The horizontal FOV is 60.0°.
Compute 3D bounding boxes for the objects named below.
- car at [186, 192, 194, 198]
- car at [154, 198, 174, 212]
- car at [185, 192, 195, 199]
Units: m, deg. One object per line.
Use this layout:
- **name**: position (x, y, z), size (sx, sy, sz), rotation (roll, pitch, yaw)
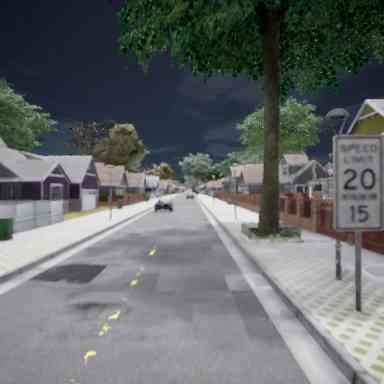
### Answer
- **car**: position (-0.468, 0.772, 85.547), size (1.895, 1.301, 4.718), rotation (0, 0, 0)
- **car**: position (-2.935, 1.362, 35.462), size (1.895, 1.301, 4.718), rotation (0, 0, 0)
- **car**: position (-0.411, 0.882, 75.418), size (2.128, 1.511, 4.902), rotation (0, 1, 0)
